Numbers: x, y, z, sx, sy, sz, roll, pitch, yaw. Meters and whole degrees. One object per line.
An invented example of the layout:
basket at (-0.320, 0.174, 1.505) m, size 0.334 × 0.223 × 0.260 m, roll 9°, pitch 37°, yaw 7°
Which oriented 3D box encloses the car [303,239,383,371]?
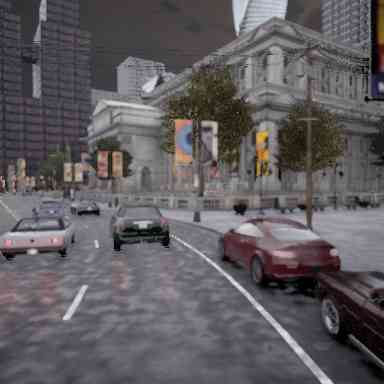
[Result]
car at (3.016, 1.550, 3.511) m, size 1.895 × 1.301 × 4.718 m, roll 0°, pitch 0°, yaw -2°

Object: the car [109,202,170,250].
car at (-2.361, 1.243, 14.115) m, size 2.097 × 1.767 × 4.553 m, roll -1°, pitch 0°, yaw -16°

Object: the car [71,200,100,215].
car at (-9.667, 1.361, 29.843) m, size 1.994 × 1.385 × 4.181 m, roll -1°, pitch 1°, yaw -30°

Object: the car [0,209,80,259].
car at (-5.427, 1.523, 12.311) m, size 1.895 × 1.301 × 4.718 m, roll 0°, pitch 0°, yaw -15°

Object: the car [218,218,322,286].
car at (2.119, 1.432, 9.170) m, size 2.002 × 1.452 × 4.674 m, roll 0°, pitch 0°, yaw -12°

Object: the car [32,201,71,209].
car at (-10.697, 1.393, 24.677) m, size 2.033 × 1.411 × 5.357 m, roll -1°, pitch 1°, yaw -29°
